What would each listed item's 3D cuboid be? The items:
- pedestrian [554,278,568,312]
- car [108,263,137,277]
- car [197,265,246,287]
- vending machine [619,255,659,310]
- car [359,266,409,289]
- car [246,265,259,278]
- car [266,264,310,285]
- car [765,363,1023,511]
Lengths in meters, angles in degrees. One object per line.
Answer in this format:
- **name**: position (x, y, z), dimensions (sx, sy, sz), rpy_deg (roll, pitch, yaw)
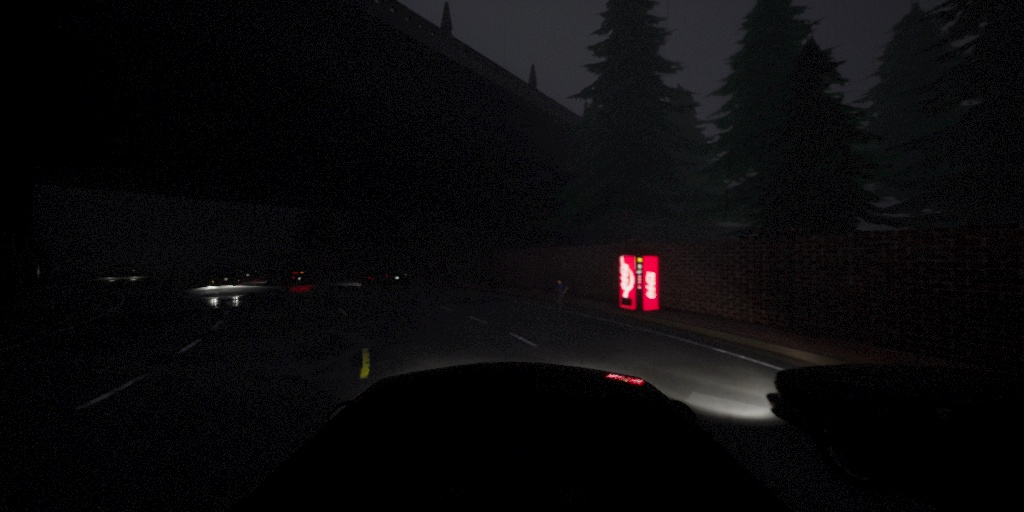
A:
- **pedestrian**: position (1.795, 1.339, 12.921), dimensions (0.375, 1.300, 0.375), rpy_deg (0, 0, -28)
- **car**: position (-42.964, 1.488, 39.538), dimensions (5.008, 1.535, 1.882), rpy_deg (-1, 0, 40)
- **car**: position (-21.697, 1.457, 26.532), dimensions (4.181, 1.385, 1.994), rpy_deg (0, 0, 39)
- **vending machine**: position (4.535, 0.948, 12.797), dimensions (1.100, 2.100, 0.880), rpy_deg (0, 0, -27)
- **car**: position (-8.784, 1.397, 24.494), dimensions (1.994, 1.385, 4.181), rpy_deg (0, 0, -44)
- **car**: position (-26.877, 1.535, 35.555), dimensions (4.718, 1.301, 1.895), rpy_deg (0, 0, 39)
- **car**: position (-17.150, 1.381, 27.409), dimensions (4.892, 1.490, 1.837), rpy_deg (0, 0, 41)
- **car**: position (3.984, 1.279, 1.550), dimensions (2.033, 1.411, 5.357), rpy_deg (0, 0, -6)
